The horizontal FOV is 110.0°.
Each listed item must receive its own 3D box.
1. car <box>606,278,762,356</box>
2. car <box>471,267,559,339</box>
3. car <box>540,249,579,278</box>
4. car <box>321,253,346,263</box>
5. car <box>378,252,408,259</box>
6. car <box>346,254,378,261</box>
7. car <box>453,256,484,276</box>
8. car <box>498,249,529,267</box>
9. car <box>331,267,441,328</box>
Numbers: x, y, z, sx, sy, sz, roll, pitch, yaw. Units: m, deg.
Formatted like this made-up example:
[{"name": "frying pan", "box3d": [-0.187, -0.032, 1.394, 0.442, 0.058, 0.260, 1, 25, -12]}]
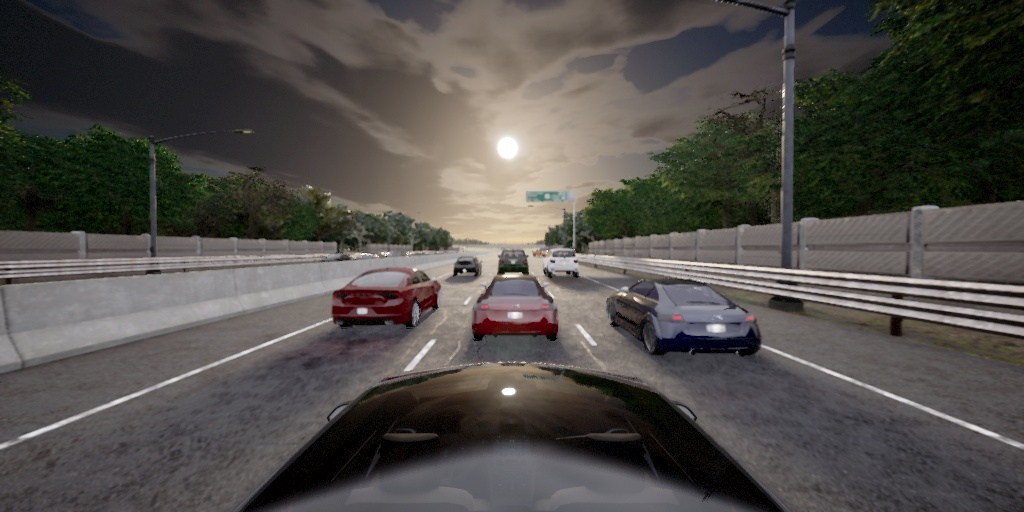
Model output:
[{"name": "car", "box3d": [3.571, 1.190, 8.262, 1.994, 1.385, 4.181, 0, 1, 0]}, {"name": "car", "box3d": [0.077, 1.166, 9.523, 1.994, 1.385, 4.181, 0, 1, 0]}, {"name": "car", "box3d": [3.598, 0.485, 27.131, 2.150, 2.045, 5.566, 0, 1, 0]}, {"name": "car", "box3d": [-21.059, 0.437, 43.209, 1.882, 1.535, 5.008, 0, 1, 0]}, {"name": "car", "box3d": [-14.063, 0.305, 43.476, 2.097, 1.767, 4.553, 0, 1, 0]}, {"name": "car", "box3d": [-17.562, 0.505, 43.343, 2.033, 1.411, 5.357, 0, 1, 0]}, {"name": "car", "box3d": [-3.400, 0.750, 28.149, 1.837, 1.490, 4.892, 0, 1, 0]}, {"name": "car", "box3d": [0.098, 0.485, 27.152, 2.150, 2.045, 5.566, 0, 1, 0]}, {"name": "car", "box3d": [-3.418, 1.057, 10.687, 1.882, 1.535, 5.008, 0, 1, 0]}]
